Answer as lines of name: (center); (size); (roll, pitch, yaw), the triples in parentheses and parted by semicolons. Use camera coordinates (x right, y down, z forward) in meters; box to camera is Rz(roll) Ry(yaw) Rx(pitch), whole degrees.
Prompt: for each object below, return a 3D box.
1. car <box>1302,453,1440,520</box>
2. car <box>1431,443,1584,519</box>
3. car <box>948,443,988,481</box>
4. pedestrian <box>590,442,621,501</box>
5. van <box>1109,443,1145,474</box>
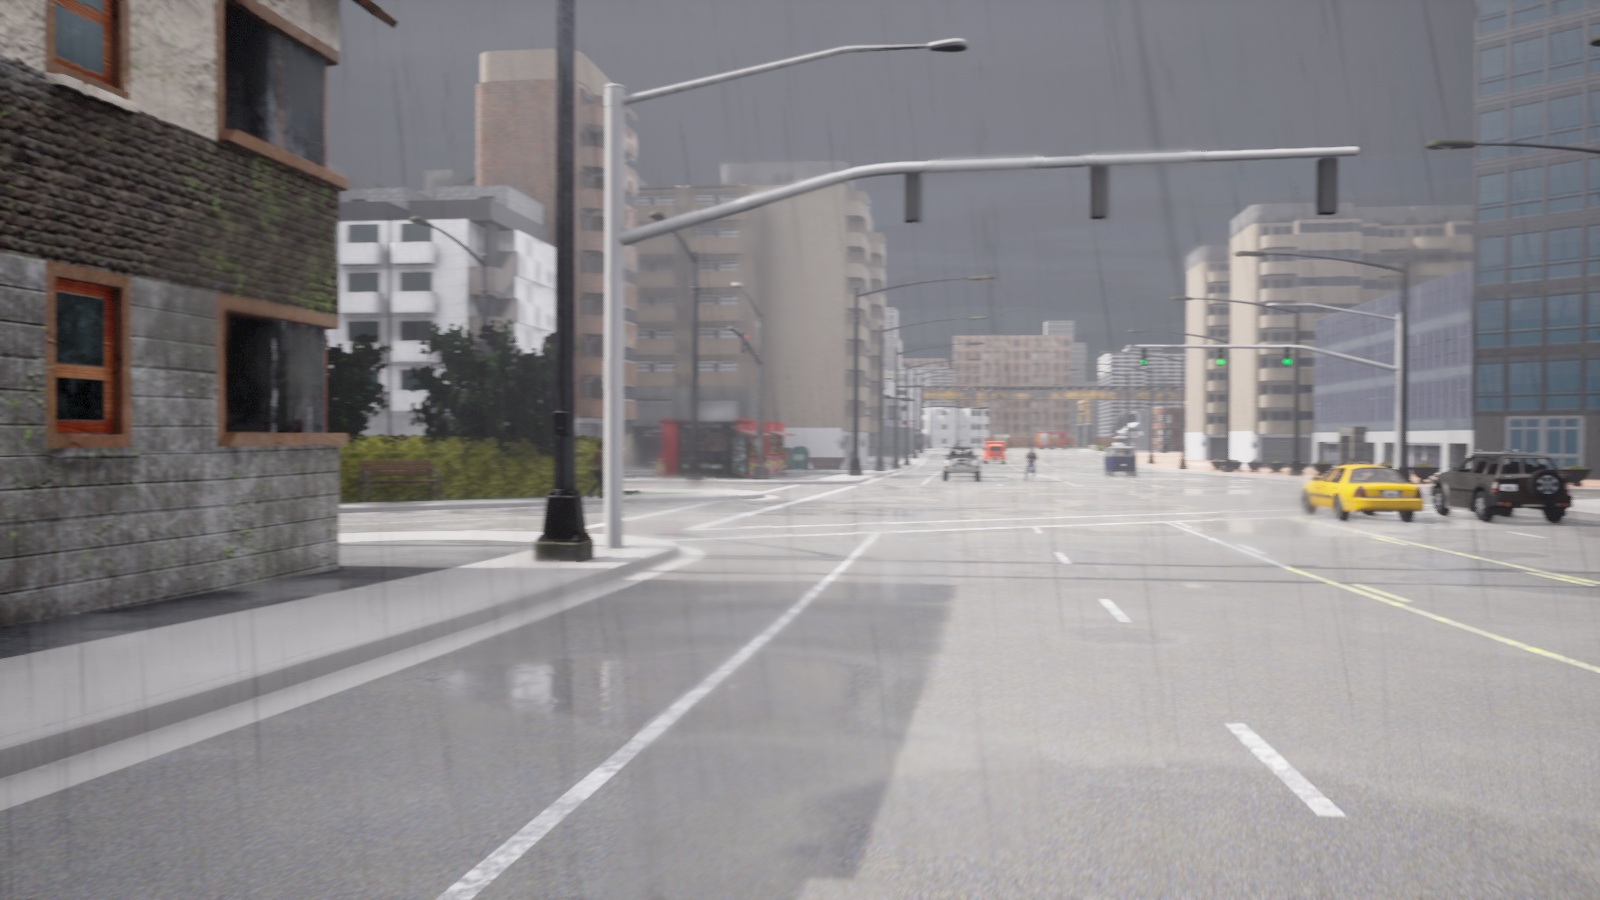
car: (14.994, 0.898, 33.309); (1.801, 1.575, 5.366); (0, 0, 7)
car: (18.529, 0.758, 33.146); (1.932, 1.855, 4.605); (0, 0, 8)
car: (8.655, 0.607, 64.591); (1.932, 1.855, 4.605); (0, 0, 8)
pedestrian: (-6.065, 0.661, 39.128); (0.869, 1.805, 0.328); (-1, 1, -34)
van: (21.903, 0.569, 84.225); (1.775, 1.987, 4.442); (0, 0, 8)
